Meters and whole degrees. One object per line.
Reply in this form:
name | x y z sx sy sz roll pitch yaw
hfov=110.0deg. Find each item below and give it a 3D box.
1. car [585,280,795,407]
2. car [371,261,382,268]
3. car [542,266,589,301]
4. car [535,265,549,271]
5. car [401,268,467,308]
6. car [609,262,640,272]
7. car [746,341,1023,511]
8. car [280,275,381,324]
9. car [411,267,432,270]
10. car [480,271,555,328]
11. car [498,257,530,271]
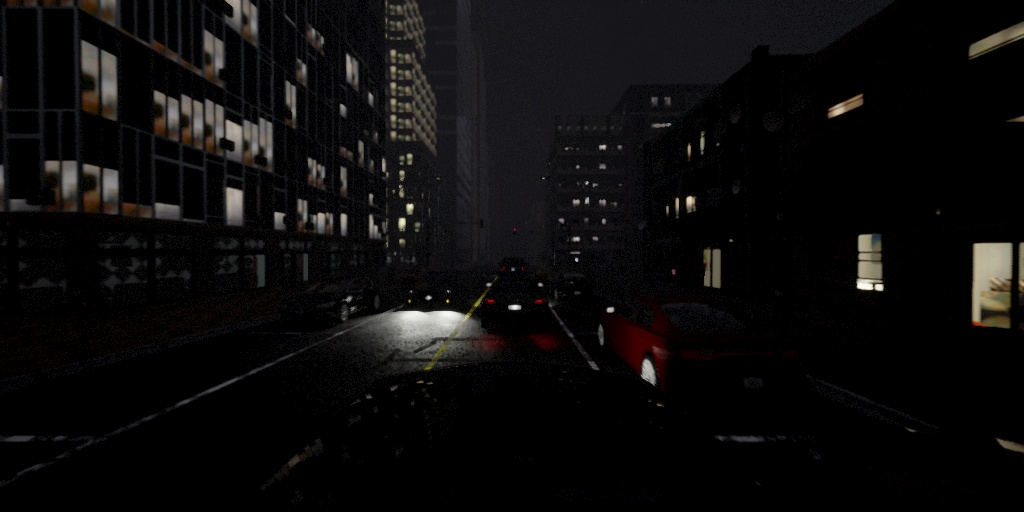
car | 2.758 1.313 6.310 1.888 1.381 4.507 0 0 0
car | -21.667 1.239 52.525 4.829 1.417 1.751 0 0 1
car | 2.819 1.363 17.599 2.007 1.370 4.403 0 0 0
car | 2.819 1.382 29.057 1.751 1.417 4.829 0 0 0
car | -3.097 1.367 15.311 1.994 1.385 4.181 0 0 0
car | 16.308 1.581 52.026 4.403 1.370 2.007 0 0 1
car | 2.724 1.328 0.666 1.802 1.307 4.207 0 0 0
car | -5.794 1.341 12.011 2.007 1.370 4.403 0 0 0
car | -5.821 1.380 23.300 1.888 1.381 4.507 0 0 0
car | 0.085 1.354 11.622 1.994 1.385 4.181 0 0 0
car | 0.089 1.077 28.581 2.150 2.045 5.566 0 0 0
